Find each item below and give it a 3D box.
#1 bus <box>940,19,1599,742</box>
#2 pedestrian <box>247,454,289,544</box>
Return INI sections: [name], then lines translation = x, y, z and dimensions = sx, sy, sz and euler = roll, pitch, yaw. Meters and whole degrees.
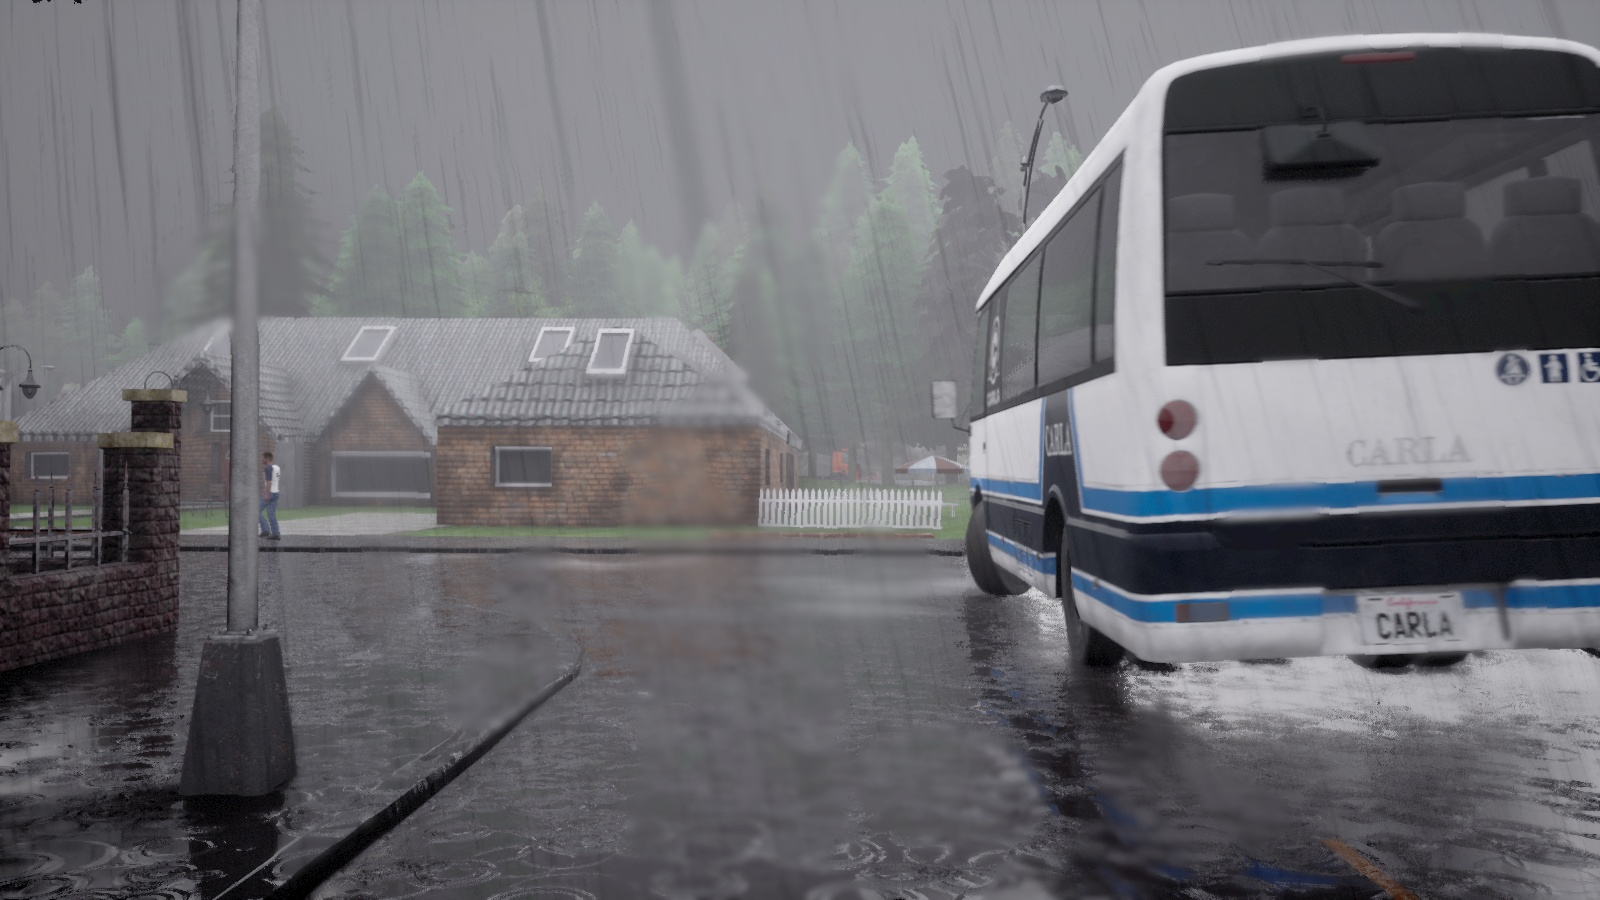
[bus]
translation = 3.848, -0.363, 12.796
dimensions = 3.944, 4.253, 10.273
euler = -3, -1, 3
[pedestrian]
translation = -10.855, 0.995, 25.635
dimensions = 0.706, 1.836, 0.354
euler = 0, -1, 1
